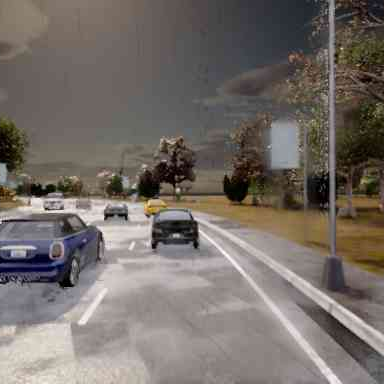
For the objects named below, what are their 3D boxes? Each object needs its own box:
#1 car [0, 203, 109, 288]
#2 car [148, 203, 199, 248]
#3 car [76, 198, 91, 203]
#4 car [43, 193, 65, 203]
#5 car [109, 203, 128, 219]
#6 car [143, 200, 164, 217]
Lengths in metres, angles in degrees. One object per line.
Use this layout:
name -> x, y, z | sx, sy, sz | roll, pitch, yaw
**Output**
car -> -3.885, 1.349, 9.308 | 2.097, 1.767, 4.553 | 0, 0, -4
car -> -0.835, 1.462, 14.776 | 1.882, 1.535, 5.008 | 0, 0, -6
car -> -14.210, 1.490, 43.634 | 1.812, 1.442, 4.674 | 0, 0, -18
car -> -17.352, 1.189, 42.029 | 2.150, 2.045, 5.566 | 0, 0, -18
car -> -6.372, 1.578, 28.147 | 1.895, 1.301, 4.718 | 0, 0, -11
car -> -3.477, 1.449, 31.256 | 1.882, 1.535, 5.008 | 0, 0, -12
